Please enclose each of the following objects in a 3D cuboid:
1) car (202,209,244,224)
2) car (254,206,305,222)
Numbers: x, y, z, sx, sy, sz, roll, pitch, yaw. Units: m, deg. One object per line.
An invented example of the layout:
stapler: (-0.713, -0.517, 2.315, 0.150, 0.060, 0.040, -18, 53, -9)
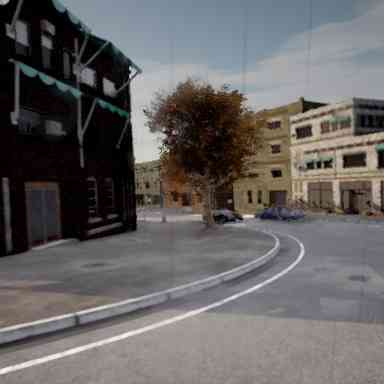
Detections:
car: (2.959, 2.401, 33.521, 2.033, 1.411, 5.357, -3, -1, -29)
car: (8.219, 2.037, 31.726, 2.033, 1.411, 5.357, -3, -1, -28)
